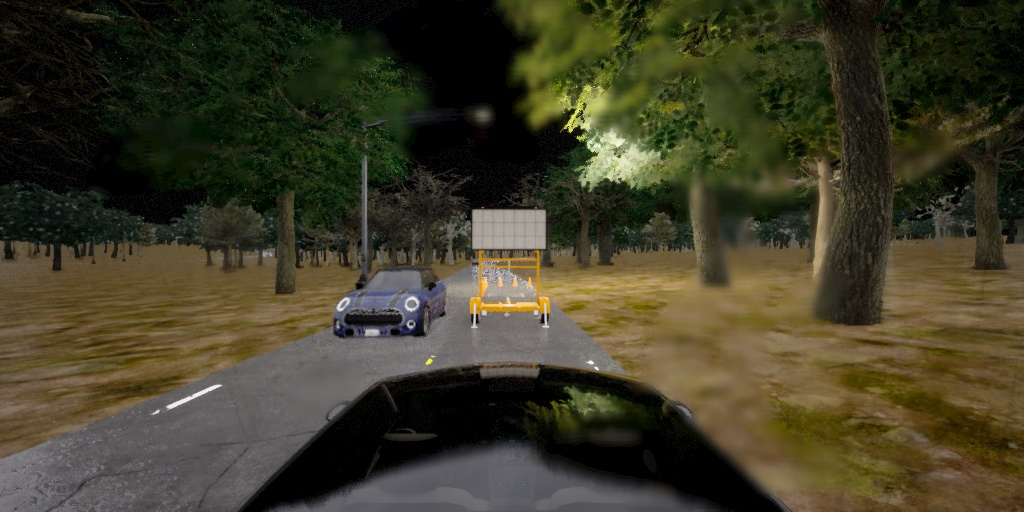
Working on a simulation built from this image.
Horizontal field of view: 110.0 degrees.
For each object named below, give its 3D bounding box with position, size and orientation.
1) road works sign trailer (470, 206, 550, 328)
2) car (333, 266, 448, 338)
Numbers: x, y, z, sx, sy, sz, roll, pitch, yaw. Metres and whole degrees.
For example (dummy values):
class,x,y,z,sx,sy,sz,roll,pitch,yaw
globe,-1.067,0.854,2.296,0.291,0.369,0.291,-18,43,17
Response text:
class,x,y,z,sx,sy,sz,roll,pitch,yaw
road works sign trailer,-0.093,0.225,11.424,2.380,3.560,2.880,0,0,-2
car,-3.150,1.110,10.188,2.097,1.767,4.553,0,0,-1
